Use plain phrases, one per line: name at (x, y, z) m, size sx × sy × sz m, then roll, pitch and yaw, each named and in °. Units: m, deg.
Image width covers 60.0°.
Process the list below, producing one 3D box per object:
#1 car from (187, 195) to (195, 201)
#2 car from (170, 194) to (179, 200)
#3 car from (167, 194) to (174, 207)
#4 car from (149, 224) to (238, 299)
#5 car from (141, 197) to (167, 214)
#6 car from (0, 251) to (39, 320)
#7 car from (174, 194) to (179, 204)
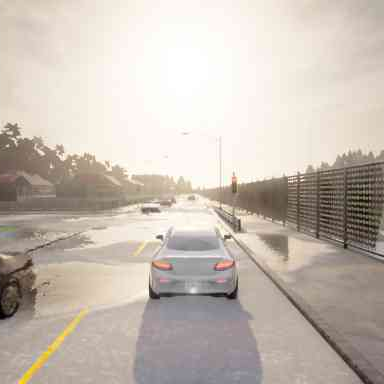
car at (-0.196, 1.478, 86.430) m, size 1.882 × 1.535 × 5.008 m, roll 0°, pitch 0°, yaw 0°
car at (-4.181, 1.139, 80.845) m, size 1.812 × 1.442 × 4.674 m, roll 0°, pitch 0°, yaw 0°
car at (-4.208, 1.478, 51.848) m, size 1.882 × 1.535 × 5.008 m, roll 0°, pitch 0°, yaw 0°
car at (0.036, 1.526, 8.307) m, size 1.812 × 1.442 × 4.674 m, roll 0°, pitch 0°, yaw 0°
car at (-4.177, 1.547, 35.424) m, size 2.033 × 1.411 × 5.357 m, roll 0°, pitch 0°, yaw 0°
car at (-4.110, 1.547, 4.600) m, size 2.033 × 1.411 × 5.357 m, roll 0°, pitch 0°, yaw 0°
car at (-4.183, 1.352, 65.363) m, size 2.097 × 1.767 × 4.553 m, roll 0°, pitch 0°, yaw 0°
